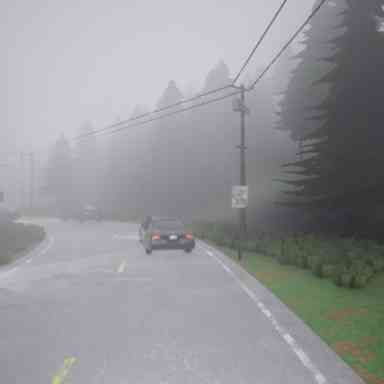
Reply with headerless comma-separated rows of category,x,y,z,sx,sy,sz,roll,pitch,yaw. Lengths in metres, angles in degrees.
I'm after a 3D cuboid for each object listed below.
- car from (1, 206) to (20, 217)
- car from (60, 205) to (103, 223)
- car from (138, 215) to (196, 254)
car,-18.073,1.857,30.048,5.357,1.411,2.033,0,-1,23
car,-9.377,1.808,28.209,4.674,1.442,1.812,0,-1,42
car,-1.232,1.687,14.325,2.033,1.411,5.357,0,-1,-13
